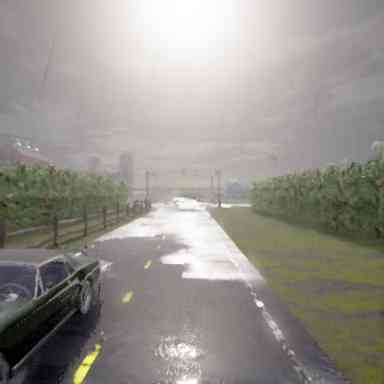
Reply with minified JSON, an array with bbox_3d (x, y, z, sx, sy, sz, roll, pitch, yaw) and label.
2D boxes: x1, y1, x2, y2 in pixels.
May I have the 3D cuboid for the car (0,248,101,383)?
[{"bbox_3d":[-2.855,1.608,4.801,1.895,1.301,4.718,0,0,0],"label":"car"}]

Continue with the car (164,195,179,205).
[{"bbox_3d":[-2.776,1.221,45.544,1.837,1.490,4.892,0,0,0],"label":"car"}]
